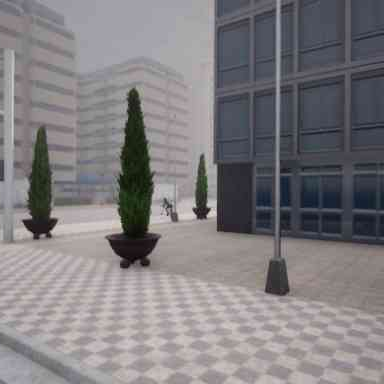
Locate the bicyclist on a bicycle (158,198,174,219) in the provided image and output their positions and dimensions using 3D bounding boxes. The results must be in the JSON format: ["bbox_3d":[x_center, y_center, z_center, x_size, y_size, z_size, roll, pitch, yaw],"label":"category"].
[{"bbox_3d":[-1.997,1.274,25.878,1.656,1.620,0.582,0,0,35],"label":"bicyclist on a bicycle"}]
